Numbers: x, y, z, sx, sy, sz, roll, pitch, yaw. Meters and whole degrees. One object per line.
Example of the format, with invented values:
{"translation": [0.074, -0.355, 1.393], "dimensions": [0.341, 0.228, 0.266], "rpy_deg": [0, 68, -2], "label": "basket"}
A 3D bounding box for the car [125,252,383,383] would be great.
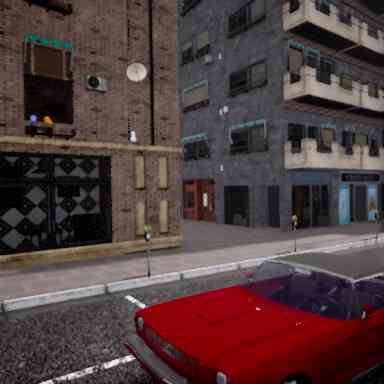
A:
{"translation": [1.574, 1.596, 4.476], "dimensions": [4.718, 1.301, 1.895], "rpy_deg": [0, 0, -35], "label": "car"}
